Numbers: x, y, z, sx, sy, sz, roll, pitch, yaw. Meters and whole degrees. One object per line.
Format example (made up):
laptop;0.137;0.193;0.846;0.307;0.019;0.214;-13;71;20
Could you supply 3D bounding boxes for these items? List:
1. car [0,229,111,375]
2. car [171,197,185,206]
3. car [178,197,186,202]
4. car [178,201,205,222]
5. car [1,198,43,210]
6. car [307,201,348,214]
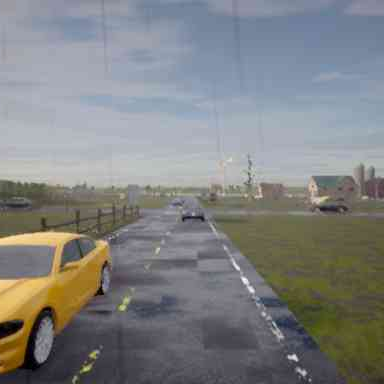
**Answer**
car;-2.846;1.512;5.958;1.882;1.535;5.008;0;0;0
car;-2.752;1.825;61.017;1.882;1.535;5.008;0;0;1
car;-2.716;2.013;89.775;2.128;1.511;4.902;0;0;0
car;0.042;1.726;28.492;1.994;1.385;4.181;0;0;-2
car;-21.019;1.479;41.270;4.892;1.490;1.837;1;0;1
car;17.687;1.970;43.532;5.008;1.535;1.882;1;0;1
